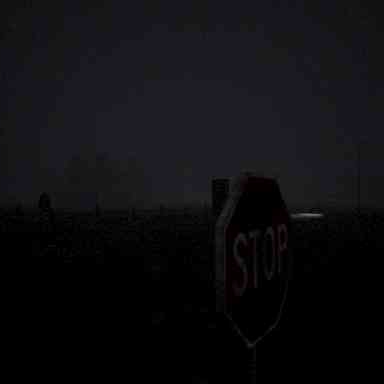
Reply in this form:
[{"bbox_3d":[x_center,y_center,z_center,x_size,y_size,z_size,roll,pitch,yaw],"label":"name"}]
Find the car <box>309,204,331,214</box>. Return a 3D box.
[{"bbox_3d":[18.079,2.329,46.944,1.895,1.301,4.718,-1,-1,35],"label":"car"}]
